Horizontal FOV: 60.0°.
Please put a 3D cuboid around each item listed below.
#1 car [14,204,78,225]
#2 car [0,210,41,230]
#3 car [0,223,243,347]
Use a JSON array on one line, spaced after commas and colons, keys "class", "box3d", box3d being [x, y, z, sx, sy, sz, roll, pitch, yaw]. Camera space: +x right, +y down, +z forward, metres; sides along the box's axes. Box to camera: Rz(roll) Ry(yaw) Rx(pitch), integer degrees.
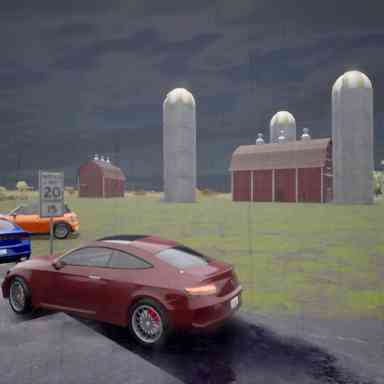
[{"class": "car", "box3d": [-8.107, 1.372, 16.626, 4.553, 1.767, 2.097, 0, 0, -13]}, {"class": "car", "box3d": [-6.957, 1.481, 10.741, 5.008, 1.535, 1.882, 0, 0, 43]}, {"class": "car", "box3d": [-1.398, 1.529, 6.173, 4.674, 1.442, 1.812, 0, 0, 27]}]
